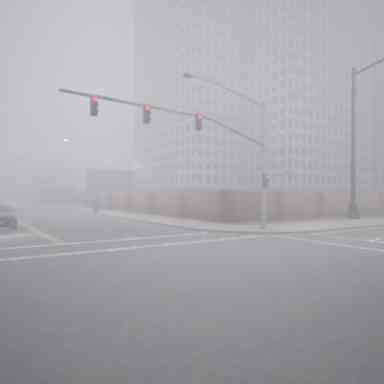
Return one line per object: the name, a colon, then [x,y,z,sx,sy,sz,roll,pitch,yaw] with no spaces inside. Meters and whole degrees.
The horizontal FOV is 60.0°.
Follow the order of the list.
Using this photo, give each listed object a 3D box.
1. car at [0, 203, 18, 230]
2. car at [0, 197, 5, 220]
car: [-12.307,1.500,21.021,1.882,1.535,5.008,1,0,-35]
car: [-17.569,1.376,28.675,2.097,1.767,4.553,1,0,-34]
